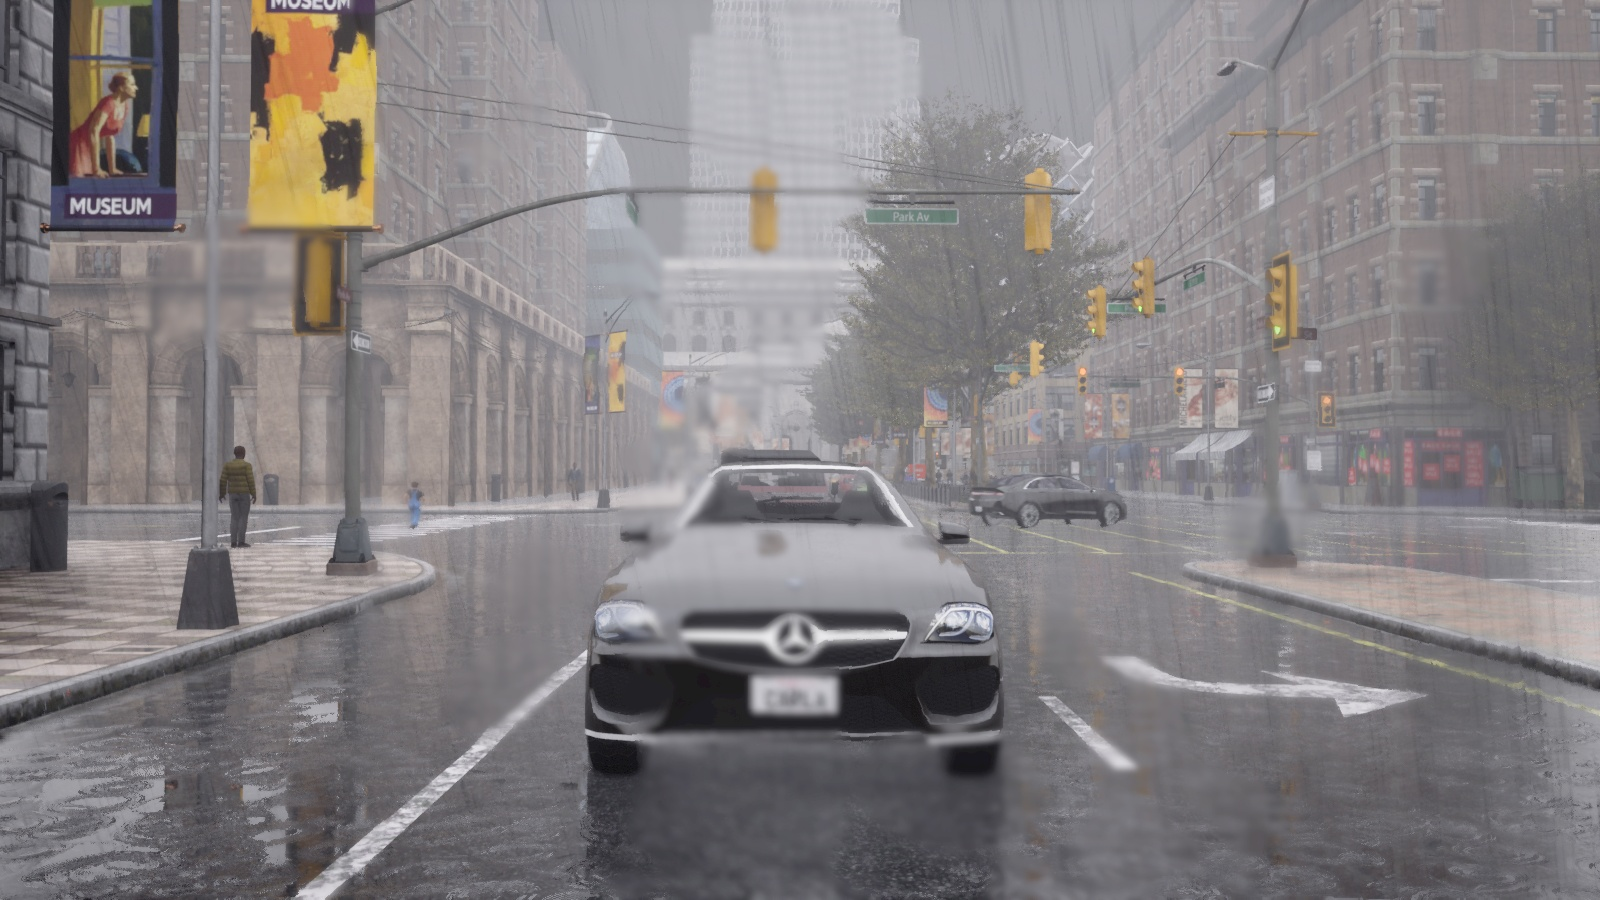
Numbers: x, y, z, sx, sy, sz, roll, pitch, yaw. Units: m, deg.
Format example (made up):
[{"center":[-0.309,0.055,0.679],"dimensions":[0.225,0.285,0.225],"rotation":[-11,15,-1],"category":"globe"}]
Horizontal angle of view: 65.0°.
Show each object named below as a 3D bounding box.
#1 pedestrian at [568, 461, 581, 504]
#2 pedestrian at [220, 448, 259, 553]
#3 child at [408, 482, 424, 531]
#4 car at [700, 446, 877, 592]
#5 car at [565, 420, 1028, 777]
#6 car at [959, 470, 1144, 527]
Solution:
[{"center":[-10.159,1.460,56.617],"dimensions":[0.423,1.949,0.788],"rotation":[0,-1,0],"category":"pedestrian"},{"center":[-9.985,0.886,22.381],"dimensions":[0.370,1.835,0.726],"rotation":[0,-1,1],"category":"pedestrian"},{"center":[-9.995,1.479,32.729],"dimensions":[0.270,1.263,0.437],"rotation":[0,-1,2],"category":"child"},{"center":[-0.294,0.918,18.273],"dimensions":[1.905,1.878,3.866],"rotation":[0,-1,-11],"category":"car"},{"center":[-0.025,0.733,8.363],"dimensions":[2.152,1.651,5.027],"rotation":[0,-1,0],"category":"car"},{"center":[7.148,1.339,35.642],"dimensions":[4.902,1.511,2.128],"rotation":[0,-1,-28],"category":"car"}]
